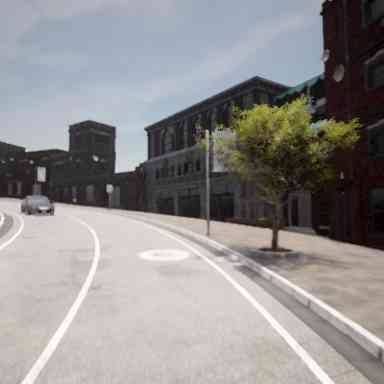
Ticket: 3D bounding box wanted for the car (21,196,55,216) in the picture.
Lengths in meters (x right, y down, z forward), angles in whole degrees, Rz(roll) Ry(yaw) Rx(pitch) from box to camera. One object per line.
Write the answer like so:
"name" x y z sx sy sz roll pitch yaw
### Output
"car" -12.436 1.063 26.807 2.128 1.511 4.902 2 0 -36
